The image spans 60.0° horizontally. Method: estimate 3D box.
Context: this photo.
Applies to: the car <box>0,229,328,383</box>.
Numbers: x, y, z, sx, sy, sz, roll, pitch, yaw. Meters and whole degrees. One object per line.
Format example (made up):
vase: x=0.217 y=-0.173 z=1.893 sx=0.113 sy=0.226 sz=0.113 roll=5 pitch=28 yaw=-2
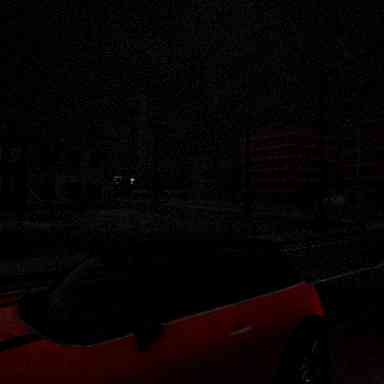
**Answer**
car: x=-0.571 y=1.366 z=3.592 sx=4.553 sy=1.767 sz=2.097 roll=1 pitch=0 yaw=-37
